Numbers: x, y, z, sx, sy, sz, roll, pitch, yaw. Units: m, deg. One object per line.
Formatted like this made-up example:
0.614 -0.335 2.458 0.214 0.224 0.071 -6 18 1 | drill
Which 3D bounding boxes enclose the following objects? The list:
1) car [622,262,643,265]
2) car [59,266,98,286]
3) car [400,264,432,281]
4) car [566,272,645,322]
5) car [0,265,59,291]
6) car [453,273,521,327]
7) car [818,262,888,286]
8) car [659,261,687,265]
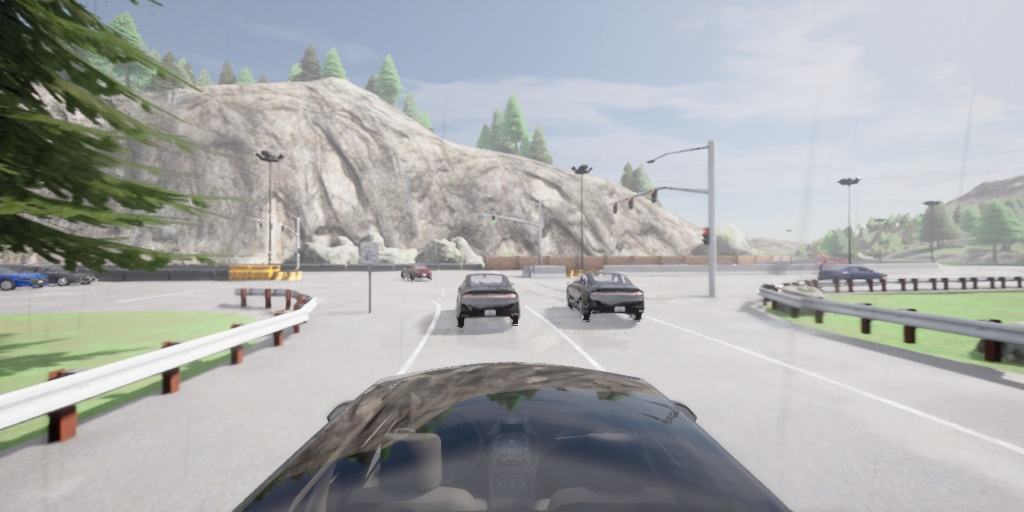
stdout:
19.000 1.640 57.167 4.181 1.385 1.994 0 0 -10 | car
-33.714 1.442 26.248 4.892 1.490 1.837 0 0 -10 | car
-8.956 1.504 33.407 1.812 1.442 4.674 0 -1 -33 | car
3.086 1.309 12.613 2.128 1.511 4.902 0 0 0 | car
-33.018 1.392 22.816 5.008 1.535 1.882 0 0 -10 | car
-0.895 1.312 11.921 2.128 1.511 4.902 0 0 -8 | car
24.651 1.387 26.001 4.674 1.442 1.812 0 0 -11 | car
22.295 1.518 50.665 4.902 1.511 2.128 0 0 -10 | car
